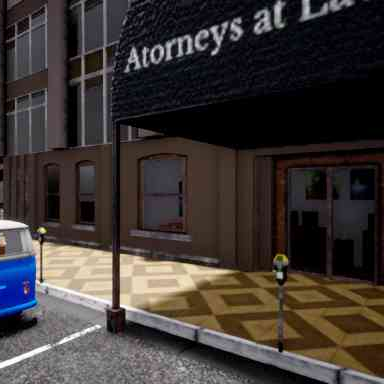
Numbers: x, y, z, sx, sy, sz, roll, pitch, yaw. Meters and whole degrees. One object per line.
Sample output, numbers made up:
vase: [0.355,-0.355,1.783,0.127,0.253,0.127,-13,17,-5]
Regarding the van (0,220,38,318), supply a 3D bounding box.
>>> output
van: [-4.540,1.341,6.098,3.998,1.788,1.690,0,0,35]
